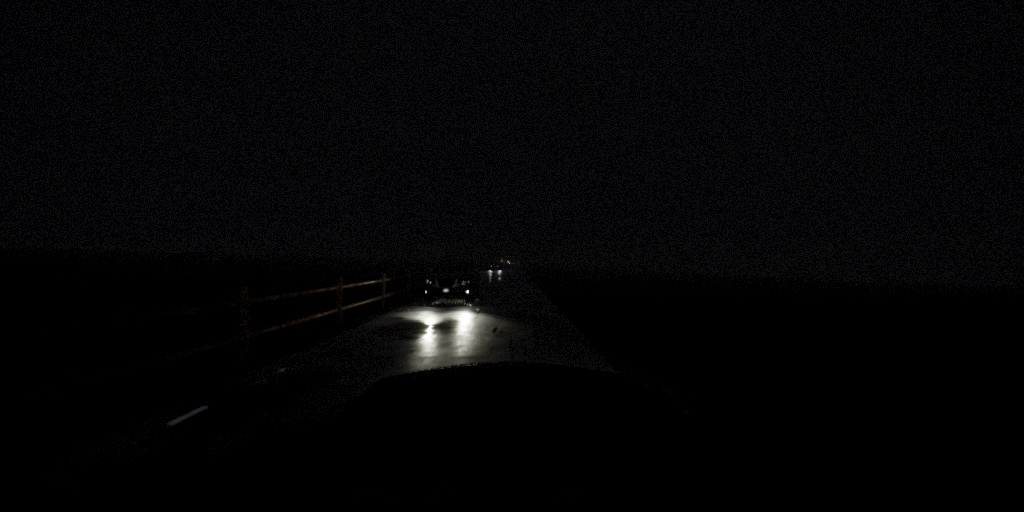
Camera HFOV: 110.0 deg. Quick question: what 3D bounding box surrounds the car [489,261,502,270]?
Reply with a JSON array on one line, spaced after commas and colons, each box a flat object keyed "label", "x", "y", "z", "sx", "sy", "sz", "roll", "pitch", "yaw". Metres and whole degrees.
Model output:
[{"label": "car", "x": -2.737, "y": 1.533, "z": 59.601, "sx": 1.837, "sy": 1.490, "sz": 4.892, "roll": 0, "pitch": 0, "yaw": 1}]

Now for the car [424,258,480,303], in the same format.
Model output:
[{"label": "car", "x": -2.847, "y": 1.142, "z": 18.203, "sx": 2.150, "sy": 2.045, "sz": 5.566, "roll": 0, "pitch": 0, "yaw": 0}]
